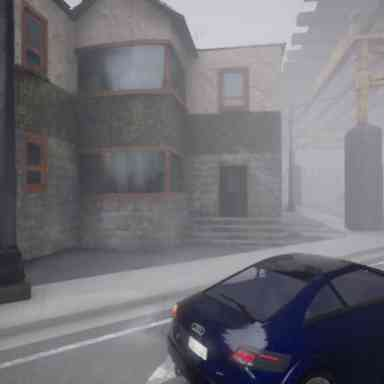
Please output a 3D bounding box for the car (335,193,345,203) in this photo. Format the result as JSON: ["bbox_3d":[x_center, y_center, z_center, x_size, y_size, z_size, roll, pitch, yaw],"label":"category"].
[{"bbox_3d":[26.425,0.924,57.715,2.097,1.767,4.553,0,0,6],"label":"car"}]

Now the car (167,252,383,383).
[{"bbox_3d":[1.786,1.534,4.408,4.181,1.385,1.994,-1,0,-31],"label":"car"}]
